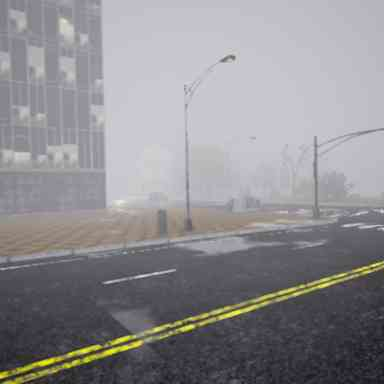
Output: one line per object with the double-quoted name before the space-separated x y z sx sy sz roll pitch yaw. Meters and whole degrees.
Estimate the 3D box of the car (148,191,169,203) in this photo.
"car" -6.316 0.913 61.961 2.150 2.045 5.566 -2 1 -33

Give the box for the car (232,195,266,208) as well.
"car" 7.067 1.173 41.824 2.128 1.511 4.902 -2 1 -34
